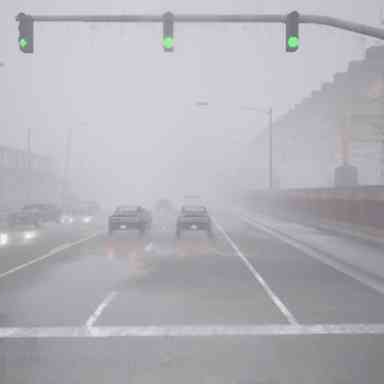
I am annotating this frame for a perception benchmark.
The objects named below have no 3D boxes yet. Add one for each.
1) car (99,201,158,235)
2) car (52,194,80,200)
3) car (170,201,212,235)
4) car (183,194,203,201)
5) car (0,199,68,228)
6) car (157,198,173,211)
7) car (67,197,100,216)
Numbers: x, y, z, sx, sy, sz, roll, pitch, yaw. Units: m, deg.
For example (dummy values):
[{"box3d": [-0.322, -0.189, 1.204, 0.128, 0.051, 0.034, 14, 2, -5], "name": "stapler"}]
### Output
[{"box3d": [-3.400, 1.503, 18.912, 2.128, 1.511, 4.902, 0, 0, 0], "name": "car"}, {"box3d": [-14.061, 1.246, 36.968, 2.150, 2.045, 5.566, 0, 0, 1], "name": "car"}, {"box3d": [0.100, 1.503, 18.724, 2.128, 1.511, 4.902, 0, 0, 0], "name": "car"}, {"box3d": [0.100, 1.246, 40.538, 2.150, 2.045, 5.566, 0, 0, 0], "name": "car"}, {"box3d": [-10.587, 1.492, 22.770, 1.882, 1.535, 5.008, 0, 0, 0], "name": "car"}, {"box3d": [-3.399, 1.530, 41.082, 1.837, 1.490, 4.892, 0, 0, 0], "name": "car"}, {"box3d": [-10.582, 1.525, 33.514, 1.837, 1.490, 4.892, 0, 0, 0], "name": "car"}]
